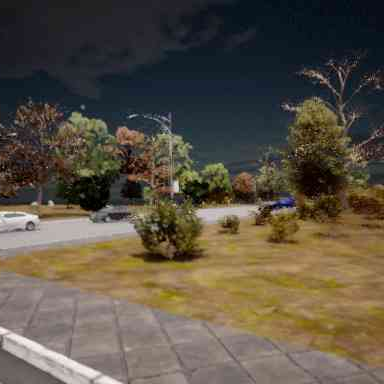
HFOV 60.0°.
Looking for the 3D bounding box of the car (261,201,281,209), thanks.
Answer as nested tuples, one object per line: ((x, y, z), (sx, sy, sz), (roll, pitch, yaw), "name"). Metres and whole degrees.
((14.090, 2.283, 59.257), (1.895, 1.301, 4.718), (-2, -2, 33), "car")

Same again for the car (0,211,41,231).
((-13.116, 2.104, 23.457), (1.812, 1.442, 4.674), (-2, -1, 34), "car")

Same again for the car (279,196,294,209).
((16.293, 1.770, 56.244), (2.150, 2.045, 5.566), (-2, -2, 33), "car")

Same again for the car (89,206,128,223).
((-7.600, 2.098, 31.848), (1.837, 1.490, 4.892), (-2, -2, 32), "car")

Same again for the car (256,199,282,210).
((10.947, 2.064, 47.786), (1.895, 1.301, 4.718), (-2, -2, 32), "car")
